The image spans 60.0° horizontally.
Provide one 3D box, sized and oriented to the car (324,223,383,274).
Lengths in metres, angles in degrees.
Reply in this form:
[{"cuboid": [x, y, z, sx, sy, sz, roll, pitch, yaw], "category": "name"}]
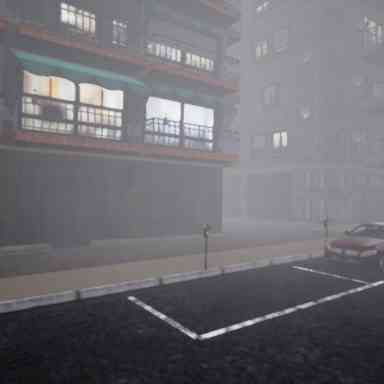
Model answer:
[{"cuboid": [6.112, 1.687, 10.904, 4.206, 1.307, 1.802, 1, 0, -35], "category": "car"}]
